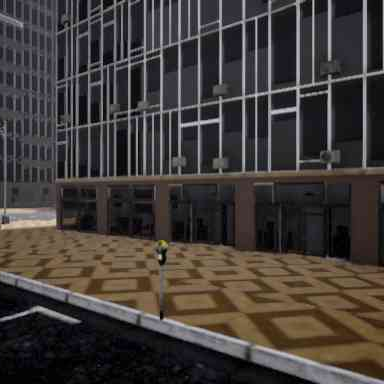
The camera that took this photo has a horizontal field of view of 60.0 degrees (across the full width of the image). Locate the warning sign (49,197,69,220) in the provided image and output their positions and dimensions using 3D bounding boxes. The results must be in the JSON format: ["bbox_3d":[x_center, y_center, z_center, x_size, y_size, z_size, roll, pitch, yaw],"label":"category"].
[{"bbox_3d":[-11.649,1.429,29.083,1.300,1.860,1.060,1,1,33],"label":"warning sign"}]
